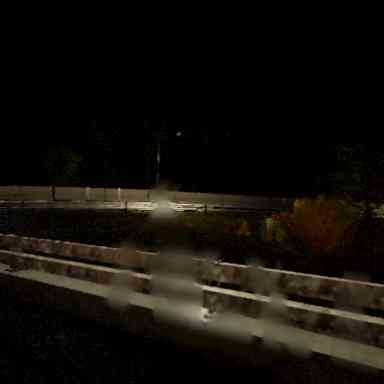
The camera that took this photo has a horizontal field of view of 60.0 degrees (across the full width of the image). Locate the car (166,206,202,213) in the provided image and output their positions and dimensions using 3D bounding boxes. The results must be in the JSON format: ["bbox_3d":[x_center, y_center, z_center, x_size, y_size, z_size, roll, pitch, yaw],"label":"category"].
[{"bbox_3d":[-1.092,2.257,47.344,5.357,1.411,2.033,3,-1,-28],"label":"car"}]
